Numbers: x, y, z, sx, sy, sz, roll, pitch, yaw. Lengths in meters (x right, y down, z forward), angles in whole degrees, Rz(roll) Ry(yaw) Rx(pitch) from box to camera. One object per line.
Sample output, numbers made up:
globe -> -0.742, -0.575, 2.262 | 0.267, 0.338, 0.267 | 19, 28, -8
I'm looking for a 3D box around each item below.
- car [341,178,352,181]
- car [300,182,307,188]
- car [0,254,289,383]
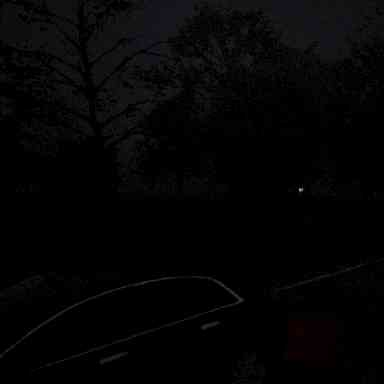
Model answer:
car -> 37.018, -3.089, 80.855 | 5.008, 1.535, 1.882 | -4, 3, -11
car -> 23.457, -1.494, 71.879 | 1.994, 1.385, 4.181 | -2, 4, 35
car -> -1.074, 1.499, 3.317 | 4.892, 1.490, 1.837 | 0, 0, -36
